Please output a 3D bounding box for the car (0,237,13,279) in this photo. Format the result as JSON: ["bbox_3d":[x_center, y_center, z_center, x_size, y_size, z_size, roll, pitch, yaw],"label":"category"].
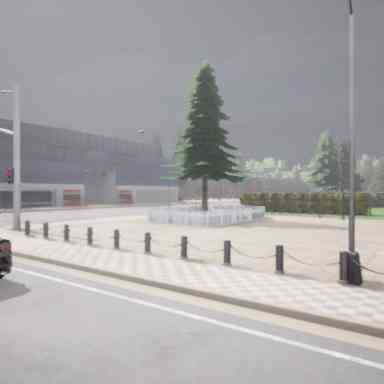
[{"bbox_3d":[-6.635,1.463,8.691,5.008,1.535,1.882,0,0,36],"label":"car"}]
